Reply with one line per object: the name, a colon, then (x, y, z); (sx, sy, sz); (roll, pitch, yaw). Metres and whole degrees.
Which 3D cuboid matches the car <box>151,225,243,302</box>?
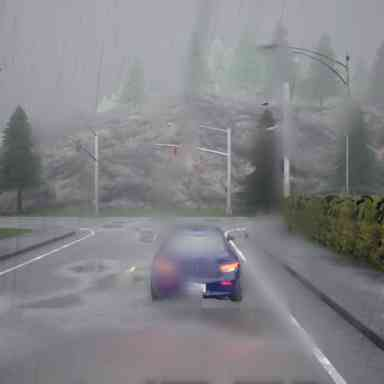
car: (0.106, 1.526, 8.157); (1.812, 1.442, 4.674); (0, 0, 0)
